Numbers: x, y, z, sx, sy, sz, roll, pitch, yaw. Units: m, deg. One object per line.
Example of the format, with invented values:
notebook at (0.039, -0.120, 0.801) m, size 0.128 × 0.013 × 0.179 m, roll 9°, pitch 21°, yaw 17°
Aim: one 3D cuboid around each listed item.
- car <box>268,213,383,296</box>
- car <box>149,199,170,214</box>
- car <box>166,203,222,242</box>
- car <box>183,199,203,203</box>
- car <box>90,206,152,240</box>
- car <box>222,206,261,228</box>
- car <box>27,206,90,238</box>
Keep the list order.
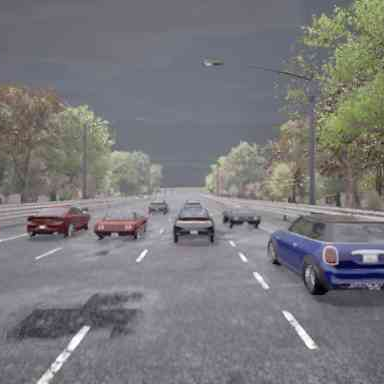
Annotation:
car at (3.521, 1.347, 8.809) m, size 2.097 × 1.767 × 4.553 m, roll 0°, pitch 0°, yaw -2°
car at (-3.408, 1.481, 34.799) m, size 2.128 × 1.511 × 4.902 m, roll 0°, pitch 0°, yaw 0°
car at (0.094, 1.481, 16.296) m, size 2.128 × 1.511 × 4.902 m, roll 0°, pitch 0°, yaw 0°
car at (0.092, 1.481, 34.833) m, size 2.128 × 1.511 × 4.902 m, roll 0°, pitch 0°, yaw 0°
car at (-3.404, 1.592, 16.926) m, size 1.895 × 1.301 × 4.718 m, roll 0°, pitch 0°, yaw 0°
car at (3.098, 1.591, 21.919) m, size 1.895 × 1.301 × 4.718 m, roll 0°, pitch 0°, yaw -3°
car at (-6.905, 1.469, 17.819) m, size 1.882 × 1.535 × 5.008 m, roll 0°, pitch 0°, yaw 0°
